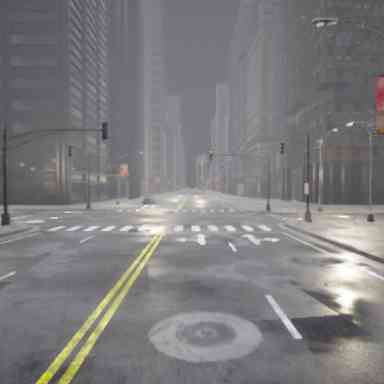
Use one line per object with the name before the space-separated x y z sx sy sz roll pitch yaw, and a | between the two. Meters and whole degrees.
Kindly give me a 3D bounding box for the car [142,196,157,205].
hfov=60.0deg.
car | -6.516 1.327 51.141 1.994 1.385 4.181 0 1 0
